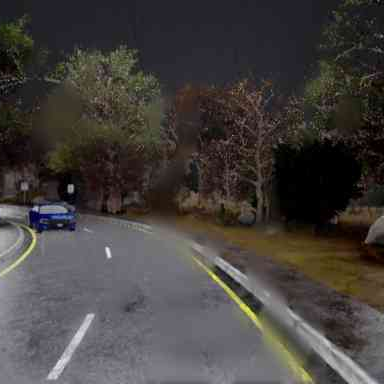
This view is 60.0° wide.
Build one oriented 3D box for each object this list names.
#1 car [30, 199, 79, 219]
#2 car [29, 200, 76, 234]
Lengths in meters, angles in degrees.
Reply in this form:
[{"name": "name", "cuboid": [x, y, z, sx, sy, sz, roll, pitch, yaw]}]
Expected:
[{"name": "car", "cuboid": [-11.887, 1.375, 28.522, 2.033, 1.411, 5.357, 0, 1, -45]}, {"name": "car", "cuboid": [-8.045, 1.401, 18.992, 1.882, 1.535, 5.008, 1, 0, -33]}]
